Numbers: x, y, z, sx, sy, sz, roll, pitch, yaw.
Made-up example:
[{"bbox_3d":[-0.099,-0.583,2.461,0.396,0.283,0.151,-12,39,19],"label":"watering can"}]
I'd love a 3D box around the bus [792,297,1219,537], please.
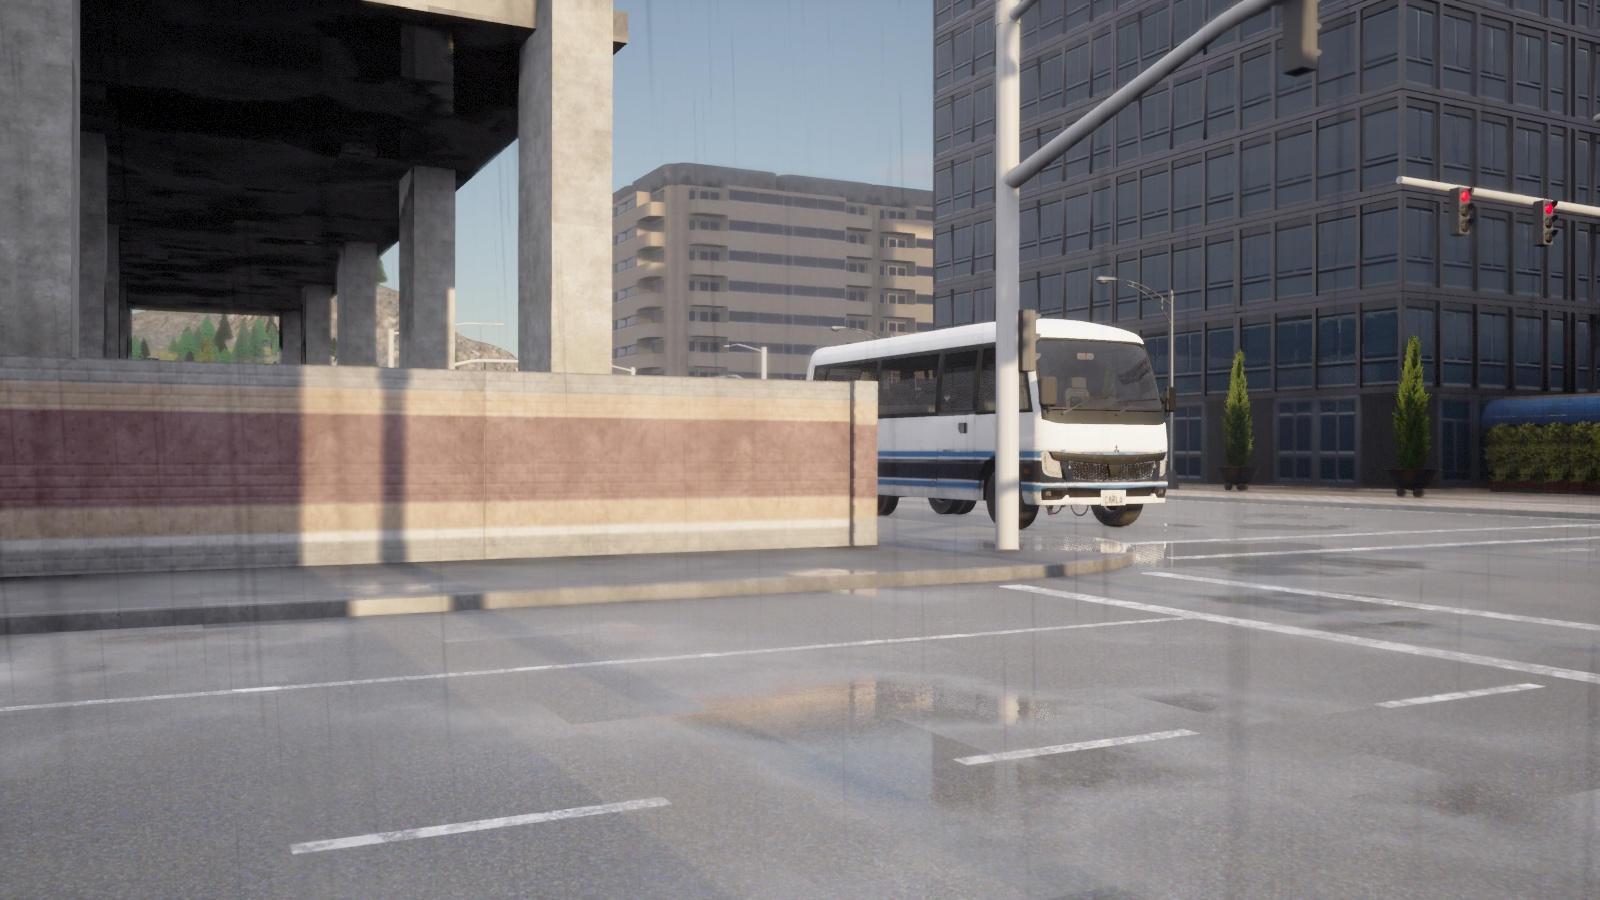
[{"bbox_3d":[3.924,-0.572,27.768,3.944,4.253,10.273,0,0,-27],"label":"bus"}]
